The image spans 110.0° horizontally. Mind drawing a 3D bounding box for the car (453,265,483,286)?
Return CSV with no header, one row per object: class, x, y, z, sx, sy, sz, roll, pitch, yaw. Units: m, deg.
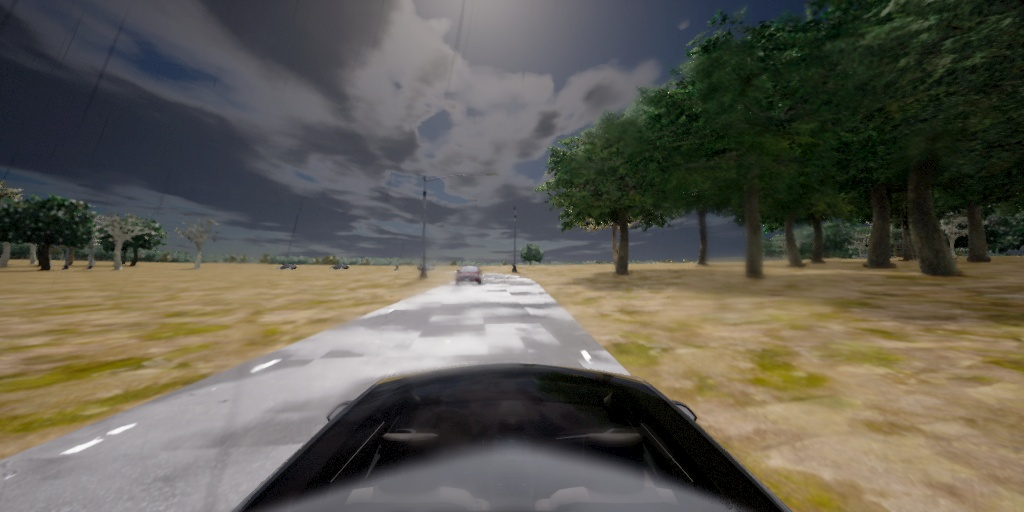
car,-3.203,1.432,27.517,1.812,1.442,4.674,0,-1,-1
